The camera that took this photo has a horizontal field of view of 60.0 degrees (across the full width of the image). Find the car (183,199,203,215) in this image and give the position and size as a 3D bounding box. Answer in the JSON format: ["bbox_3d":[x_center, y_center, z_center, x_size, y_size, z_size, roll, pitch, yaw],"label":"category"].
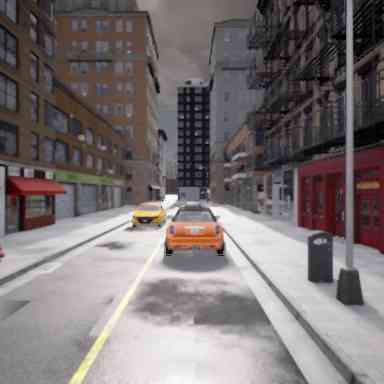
[{"bbox_3d":[0.084,1.561,35.824,2.033,1.411,5.357,0,0,0],"label":"car"}]

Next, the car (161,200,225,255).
[{"bbox_3d":[0.093,1.356,13.476,2.097,1.767,4.553,0,0,0],"label":"car"}]

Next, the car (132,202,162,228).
[{"bbox_3d":[-2.857,1.485,22.731,1.882,1.535,5.008,0,0,0],"label":"car"}]
